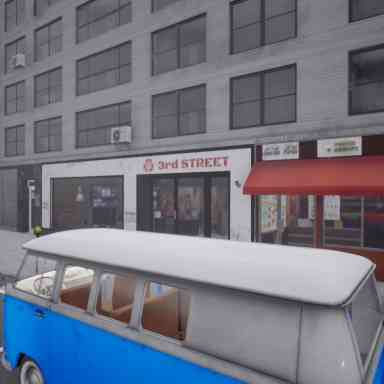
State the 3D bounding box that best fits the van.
[{"bbox_3d":[-0.270,1.341,3.269,3.998,1.788,1.690,0,0,35],"label":"van"}]
